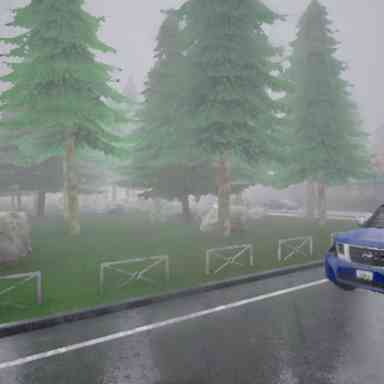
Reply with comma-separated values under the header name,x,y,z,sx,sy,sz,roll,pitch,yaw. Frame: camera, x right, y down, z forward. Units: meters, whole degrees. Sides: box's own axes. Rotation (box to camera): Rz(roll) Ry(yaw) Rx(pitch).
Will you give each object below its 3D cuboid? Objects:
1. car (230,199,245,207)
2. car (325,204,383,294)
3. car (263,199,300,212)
name,x,y,z,sx,sy,sz,roll,pitch,yaw
car,6.575,1.580,53.186,1.837,1.490,4.892,0,0,-31
car,5.519,1.200,7.851,5.566,2.045,2.150,0,0,-35
car,10.721,1.590,40.126,1.837,1.490,4.892,0,0,-35
